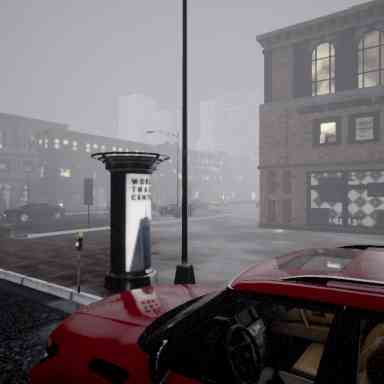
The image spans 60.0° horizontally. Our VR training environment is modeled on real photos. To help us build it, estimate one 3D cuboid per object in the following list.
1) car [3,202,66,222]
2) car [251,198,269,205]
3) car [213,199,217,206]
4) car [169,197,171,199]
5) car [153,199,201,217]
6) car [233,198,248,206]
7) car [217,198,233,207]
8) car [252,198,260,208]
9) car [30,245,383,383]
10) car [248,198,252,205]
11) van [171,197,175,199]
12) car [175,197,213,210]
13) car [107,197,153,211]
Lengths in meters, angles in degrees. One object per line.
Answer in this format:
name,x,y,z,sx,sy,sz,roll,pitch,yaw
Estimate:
car,-12.731,1.578,27.114,1.837,1.490,4.892,0,0,34
car,14.243,1.876,69.259,2.008,1.369,4.403,0,-1,36
car,1.386,1.756,51.278,2.008,1.369,4.403,0,0,36
car,-5.141,1.674,42.150,1.752,1.417,4.829,0,0,36
car,-1.396,1.669,32.890,1.887,1.381,4.507,0,0,36
car,7.815,1.815,60.268,2.008,1.369,4.403,0,-1,36
car,4.501,1.759,55.635,1.752,1.417,4.829,0,-1,36
car,11.417,1.676,50.900,1.967,1.590,4.097,0,-1,36
car,1.033,1.315,2.138,5.009,1.841,2.192,0,0,36
car,11.029,1.845,64.763,2.008,1.369,4.403,0,-1,36
van,-1.828,1.518,46.784,1.690,1.788,3.998,0,0,36
car,0.339,1.668,45.324,2.128,1.511,4.902,0,0,36
car,-6.475,1.343,35.823,2.150,2.045,5.566,0,0,36
